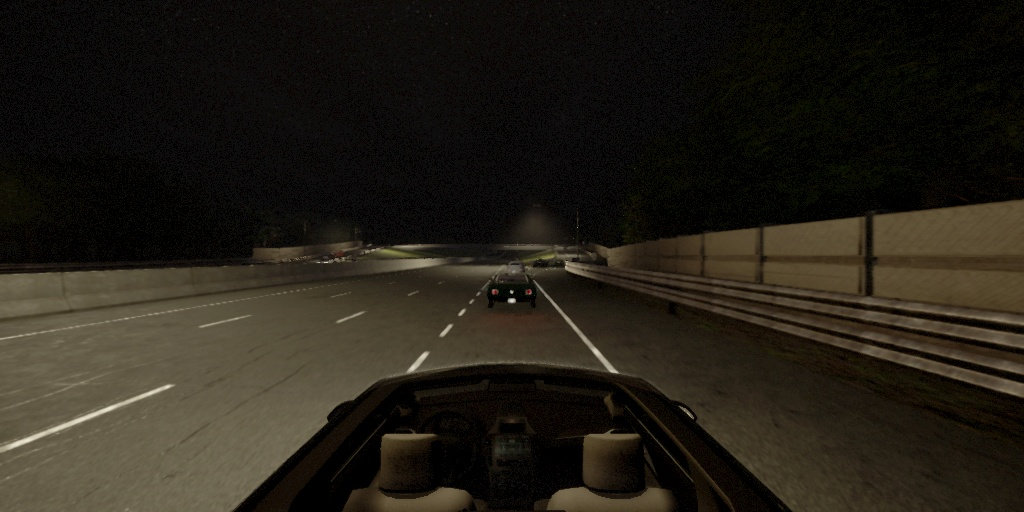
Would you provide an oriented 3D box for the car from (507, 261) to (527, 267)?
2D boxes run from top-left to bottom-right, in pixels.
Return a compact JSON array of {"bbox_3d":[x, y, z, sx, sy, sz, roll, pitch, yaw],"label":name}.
[{"bbox_3d":[0.456,1.247,35.488,1.812,1.442,4.674,0,0,5],"label":"car"}]

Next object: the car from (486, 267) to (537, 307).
[{"bbox_3d":[-0.003,1.339,15.261,1.895,1.301,4.718,0,0,0],"label":"car"}]

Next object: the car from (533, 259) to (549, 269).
[{"bbox_3d":[4.782,1.286,58.282,1.837,1.490,4.892,1,-1,17],"label":"car"}]
